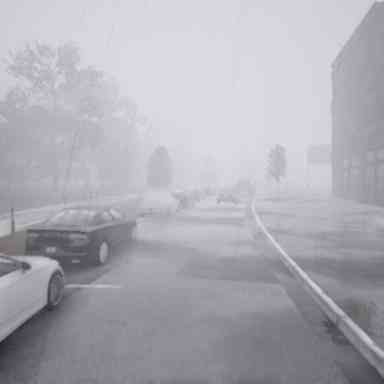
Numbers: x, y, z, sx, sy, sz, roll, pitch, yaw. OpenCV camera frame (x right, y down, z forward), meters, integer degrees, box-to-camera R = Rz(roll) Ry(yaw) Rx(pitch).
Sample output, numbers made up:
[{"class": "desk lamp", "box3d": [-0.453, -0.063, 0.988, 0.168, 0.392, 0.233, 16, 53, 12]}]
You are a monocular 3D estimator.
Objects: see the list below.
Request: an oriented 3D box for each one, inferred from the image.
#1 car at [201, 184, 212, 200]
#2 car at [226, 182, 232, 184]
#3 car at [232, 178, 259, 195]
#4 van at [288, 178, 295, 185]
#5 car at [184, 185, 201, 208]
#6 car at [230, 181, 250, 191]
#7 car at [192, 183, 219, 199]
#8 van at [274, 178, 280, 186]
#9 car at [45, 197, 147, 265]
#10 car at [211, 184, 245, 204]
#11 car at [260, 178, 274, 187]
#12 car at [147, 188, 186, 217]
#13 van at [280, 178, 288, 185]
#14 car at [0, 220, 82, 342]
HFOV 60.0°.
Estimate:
[{"class": "car", "box3d": [0.136, 0.124, 32.817, 2.231, 1.521, 4.892, 0, 3, 13]}, {"class": "car", "box3d": [6.504, -0.906, 54.224, 2.231, 1.521, 4.892, -3, 2, 22]}, {"class": "car", "box3d": [7.253, -0.757, 44.694, 2.150, 2.045, 5.566, 0, 3, 18]}, {"class": "van", "box3d": [25.006, -2.785, 88.682, 1.878, 1.987, 4.442, -2, 2, 35]}, {"class": "car", "box3d": [-0.973, 0.406, 27.223, 2.097, 1.535, 5.008, 0, 3, 11]}, {"class": "car", "box3d": [8.591, -1.162, 59.405, 2.231, 1.521, 4.892, -3, 2, 23]}, {"class": "car", "box3d": [1.644, -0.174, 38.955, 2.097, 1.535, 5.008, 0, 3, 15]}, {"class": "van", "box3d": [18.826, -2.359, 79.369, 1.878, 1.987, 4.442, -2, 2, 29]}, {"class": "car", "box3d": [-3.186, 1.147, 10.623, 2.097, 1.535, 5.008, 1, 3, 6]}, {"class": "car", "box3d": [3.314, 0.295, 29.761, 2.033, 1.411, 5.357, 0, 3, 12]}, {"class": "car", "box3d": [16.056, -1.913, 74.613, 1.946, 1.575, 5.366, -2, 2, 31]}, {"class": "car", "box3d": [-1.986, 0.730, 21.081, 2.002, 1.452, 4.674, -1, 2, 9]}, {"class": "van", "box3d": [21.836, -2.577, 84.080, 1.878, 1.987, 4.442, -2, 2, 34]}, {"class": "car", "box3d": [-3.384, 1.480, 4.491, 2.002, 1.452, 4.674, -2, 2, 1]}]
